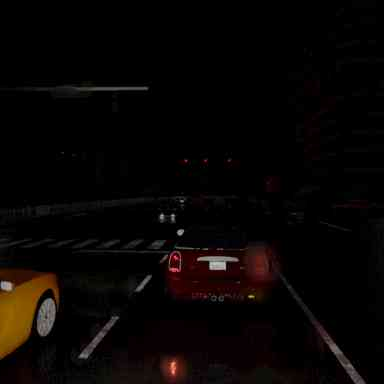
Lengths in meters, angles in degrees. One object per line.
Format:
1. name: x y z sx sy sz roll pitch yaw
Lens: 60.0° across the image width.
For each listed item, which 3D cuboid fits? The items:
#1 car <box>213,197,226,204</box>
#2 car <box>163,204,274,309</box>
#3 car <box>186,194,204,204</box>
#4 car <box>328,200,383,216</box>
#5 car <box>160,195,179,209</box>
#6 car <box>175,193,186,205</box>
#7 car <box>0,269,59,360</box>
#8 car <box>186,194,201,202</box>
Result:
1. car: 4.346 1.525 53.017 1.812 1.442 4.674 0 0 5
2. car: 0.656 1.352 8.121 2.097 1.767 4.553 0 0 5
3. car: 0.748 1.352 51.956 2.097 1.767 4.553 0 0 5
4. car: 16.342 1.533 33.425 5.008 1.535 1.882 0 0 5
5. car: -3.203 1.525 45.400 1.812 1.442 4.674 0 0 0
6. car: -2.227 1.218 60.546 2.150 2.045 5.566 0 0 5
7. car: -3.262 1.478 3.519 1.882 1.535 5.008 0 0 5
8. car: 0.437 1.355 75.893 2.097 1.767 4.553 0 0 17
